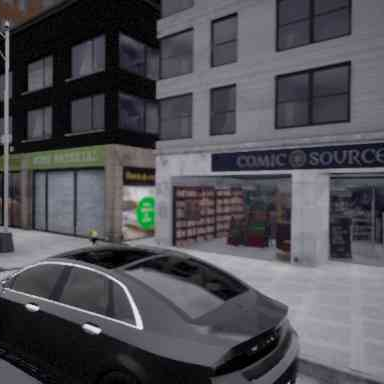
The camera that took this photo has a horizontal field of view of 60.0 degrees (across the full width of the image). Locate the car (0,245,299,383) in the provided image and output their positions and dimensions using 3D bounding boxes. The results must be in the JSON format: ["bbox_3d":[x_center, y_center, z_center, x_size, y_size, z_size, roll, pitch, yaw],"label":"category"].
[{"bbox_3d":[-1.180,1.456,4.275,4.892,1.490,1.837,1,1,35],"label":"car"}]
